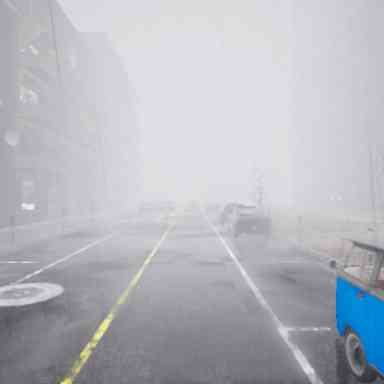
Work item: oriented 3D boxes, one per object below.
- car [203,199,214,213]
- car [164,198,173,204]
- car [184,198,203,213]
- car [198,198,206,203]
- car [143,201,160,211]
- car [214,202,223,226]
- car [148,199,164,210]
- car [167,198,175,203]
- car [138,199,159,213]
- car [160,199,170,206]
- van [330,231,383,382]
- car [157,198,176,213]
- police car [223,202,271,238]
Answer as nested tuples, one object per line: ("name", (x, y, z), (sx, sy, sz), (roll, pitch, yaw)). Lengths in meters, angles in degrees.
("car", (2.692, 1.920, 41.907), (1.887, 1.381, 4.507), (1, -1, 0))
("car", (-5.700, 2.168, 80.894), (1.967, 1.590, 4.097), (1, -1, 0))
("car", (0.058, 1.860, 42.776), (1.882, 1.535, 5.008), (0, 0, 0))
("car", (2.764, 2.381, 92.742), (1.887, 1.381, 4.507), (1, -1, 0))
("car", (-5.690, 1.991, 47.475), (1.947, 1.339, 4.313), (1, -1, 0))
("car", (3.107, 1.584, 25.949), (2.097, 1.767, 4.553), (0, -1, 0))
("car", (-5.689, 1.915, 53.046), (1.967, 1.590, 4.097), (1, -1, 0))
("car", (-5.779, 2.412, 92.031), (1.802, 1.307, 4.206), (1, -1, 0))
("car", (-5.689, 1.920, 41.906), (1.887, 1.381, 4.507), (1, -1, 0))
("car", (-5.695, 2.209, 69.753), (1.802, 1.307, 4.206), (1, -1, 0))
("van", (2.703, 1.368, 2.923), (1.690, 1.788, 3.998), (1, -1, 0))
("car", (-3.101, 1.856, 42.274), (1.882, 1.535, 5.008), (0, -1, 0))
("police car", (3.129, 1.595, 19.088), (1.930, 1.638, 5.238), (0, -1, 0))
